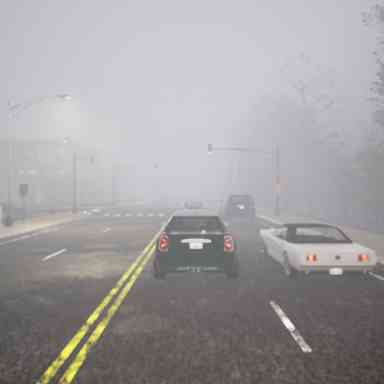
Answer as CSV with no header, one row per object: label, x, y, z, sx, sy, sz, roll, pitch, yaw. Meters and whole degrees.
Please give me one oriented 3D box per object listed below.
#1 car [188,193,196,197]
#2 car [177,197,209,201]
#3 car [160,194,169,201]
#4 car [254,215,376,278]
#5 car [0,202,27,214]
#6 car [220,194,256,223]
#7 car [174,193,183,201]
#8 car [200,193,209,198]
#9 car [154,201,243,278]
car,0.016,1.256,86.369,1.812,1.442,4.674,0,0,0
car,0.074,1.419,25.045,2.128,1.511,4.902,0,0,-1
car,-6.483,1.263,79.099,1.837,1.490,4.892,0,0,0
car,3.356,1.571,10.018,1.895,1.301,4.718,0,0,-1
car,-19.947,1.717,35.524,4.313,1.339,1.947,-1,1,0
car,3.355,1.148,25.008,2.150,2.045,5.566,0,0,0
car,-3.233,1.118,79.127,2.097,1.767,4.553,0,0,0
car,3.266,1.210,85.953,1.882,1.535,5.008,0,0,0
car,0.102,1.321,10.161,2.097,1.767,4.553,0,0,0
